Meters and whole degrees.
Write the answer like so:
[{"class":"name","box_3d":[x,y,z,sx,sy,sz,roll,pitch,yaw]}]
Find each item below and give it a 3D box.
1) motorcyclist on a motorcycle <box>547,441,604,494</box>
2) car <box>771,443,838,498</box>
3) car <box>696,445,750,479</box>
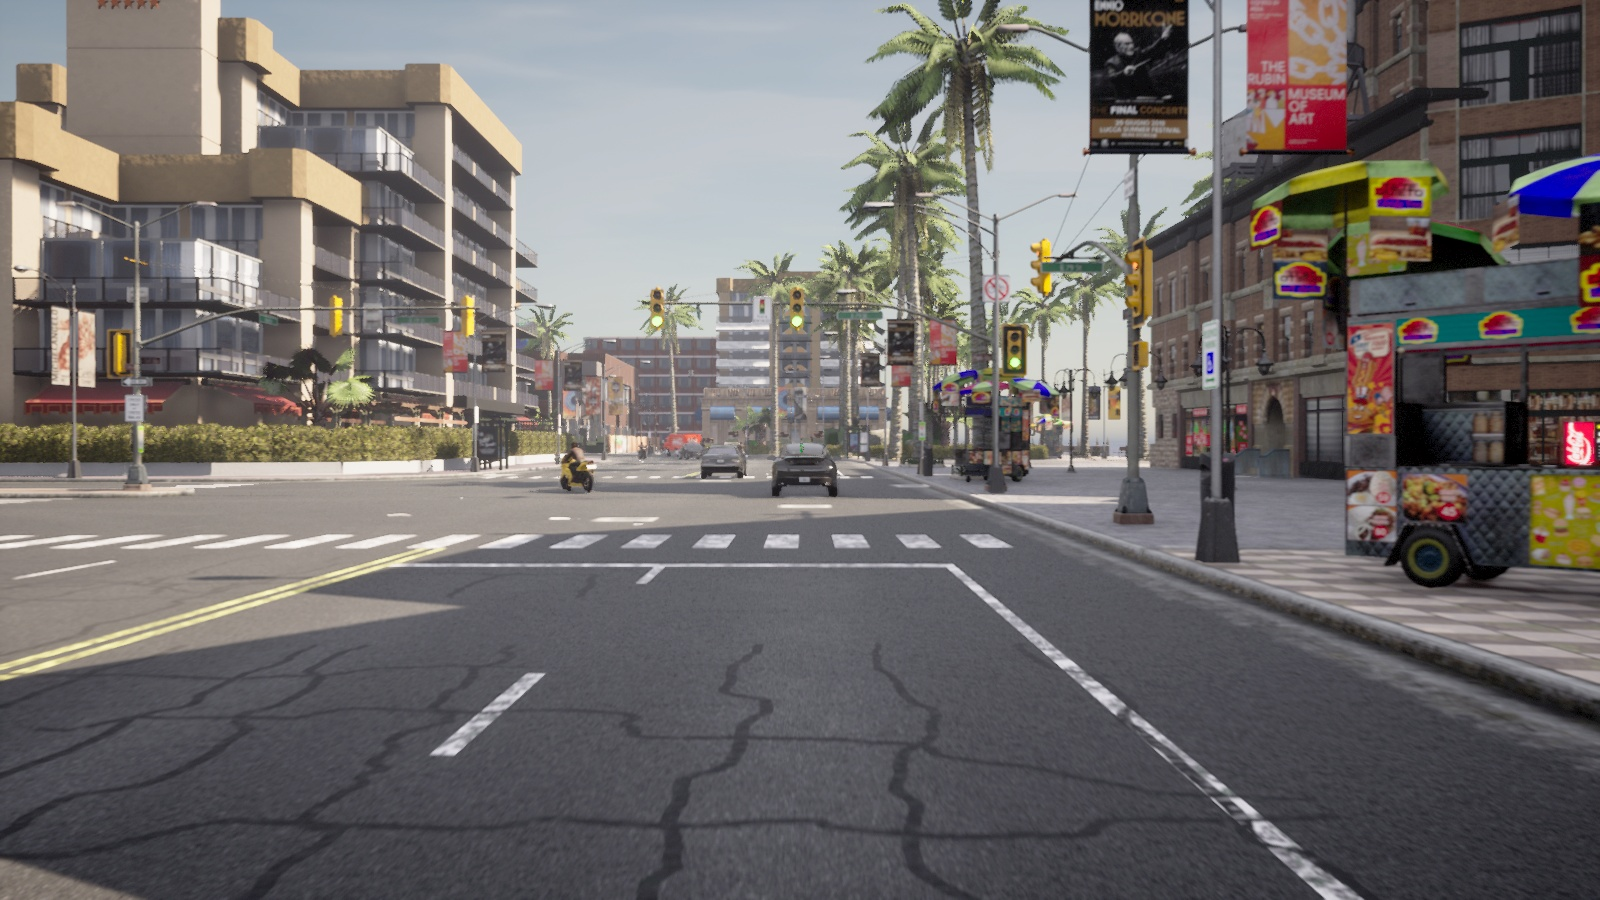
[{"class":"motorcyclist on a motorcycle","box_3d":[-6.803,0.509,38.007,0.797,1.523,2.044,-2,1,-38]},{"class":"car","box_3d":[0.137,0.545,36.714,1.837,1.490,4.892,0,0,0]},{"class":"car","box_3d":[-3.286,0.483,54.679,2.033,1.411,5.357,0,0,0]}]
